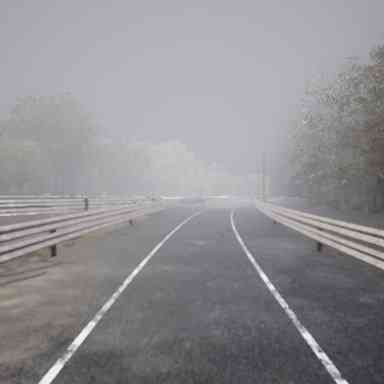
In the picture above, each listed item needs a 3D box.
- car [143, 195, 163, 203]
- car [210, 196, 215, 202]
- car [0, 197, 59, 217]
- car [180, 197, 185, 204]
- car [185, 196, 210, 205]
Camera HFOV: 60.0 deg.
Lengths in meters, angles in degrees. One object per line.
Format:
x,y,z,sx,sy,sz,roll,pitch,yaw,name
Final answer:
-6.881,1.284,59.709,2.097,1.767,4.553,0,-1,21,car
4.842,1.822,90.228,1.882,1.535,5.008,0,-1,21,car
-12.560,1.155,25.785,1.895,1.301,4.718,0,-1,21,car
-0.737,1.590,65.951,2.033,1.411,5.357,0,-1,21,car
1.110,1.529,60.908,2.128,1.511,4.902,1,0,21,car
